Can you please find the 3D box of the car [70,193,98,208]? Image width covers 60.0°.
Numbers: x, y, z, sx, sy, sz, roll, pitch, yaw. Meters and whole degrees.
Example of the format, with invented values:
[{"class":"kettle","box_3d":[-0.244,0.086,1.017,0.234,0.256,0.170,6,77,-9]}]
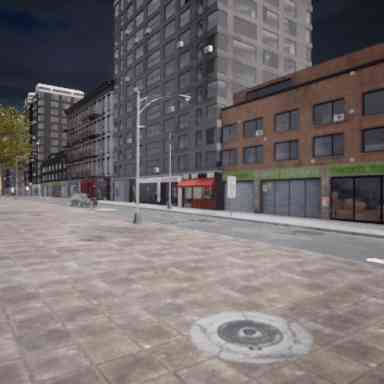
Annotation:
[{"class":"car","box_3d":[-11.576,0.901,35.472,1.837,1.490,4.892,1,0,-36]}]
